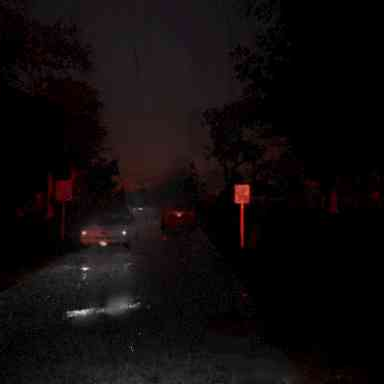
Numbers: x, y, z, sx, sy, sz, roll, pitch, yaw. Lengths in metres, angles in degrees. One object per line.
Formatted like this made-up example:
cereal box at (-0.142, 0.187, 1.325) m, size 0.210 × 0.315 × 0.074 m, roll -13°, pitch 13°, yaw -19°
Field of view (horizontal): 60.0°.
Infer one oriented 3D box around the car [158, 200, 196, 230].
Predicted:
car at (-0.943, 1.373, 21.572) m, size 2.097 × 1.767 × 4.553 m, roll 0°, pitch 0°, yaw -5°

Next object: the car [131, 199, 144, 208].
car at (-9.272, 1.872, 56.085) m, size 2.128 × 1.511 × 4.902 m, roll 1°, pitch -1°, yaw -12°

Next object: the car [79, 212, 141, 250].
car at (-3.348, 1.586, 14.340) m, size 1.895 × 1.301 × 4.718 m, roll 0°, pitch 0°, yaw -3°
